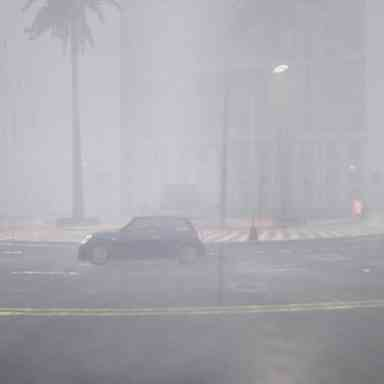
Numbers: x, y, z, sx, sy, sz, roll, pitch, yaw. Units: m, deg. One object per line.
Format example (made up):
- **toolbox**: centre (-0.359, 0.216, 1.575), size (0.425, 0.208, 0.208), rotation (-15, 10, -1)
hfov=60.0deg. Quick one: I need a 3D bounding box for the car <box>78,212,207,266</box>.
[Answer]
- **car**: centre (-1.771, 1.636, 12.324), size (4.553, 1.767, 2.097), rotation (0, -1, -3)
